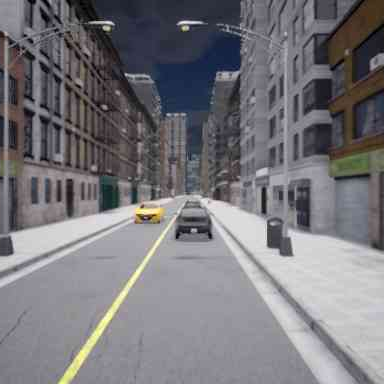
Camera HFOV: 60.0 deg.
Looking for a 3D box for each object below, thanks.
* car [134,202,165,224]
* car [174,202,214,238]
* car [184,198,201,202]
[{"bbox_3d":[-3.112,1.477,24.911,1.882,1.535,5.008,0,0,0],"label":"car"},{"bbox_3d":[0.088,1.503,17.590,1.837,1.490,4.892,0,0,0],"label":"car"},{"bbox_3d":[0.080,1.500,39.540,2.128,1.511,4.902,0,0,0],"label":"car"}]
